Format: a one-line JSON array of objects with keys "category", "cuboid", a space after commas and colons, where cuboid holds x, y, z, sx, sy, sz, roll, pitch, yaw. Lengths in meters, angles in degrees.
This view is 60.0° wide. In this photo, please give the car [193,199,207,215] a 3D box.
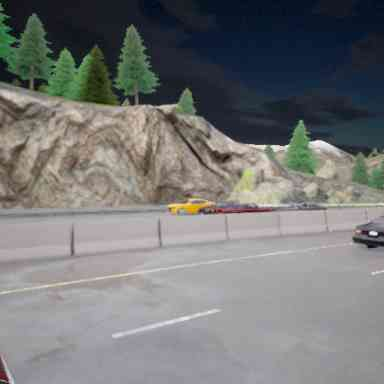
[{"category": "car", "cuboid": [3.168, 1.486, 30.247, 5.357, 1.411, 2.033, 0, 0, -28]}]

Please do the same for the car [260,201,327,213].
[{"category": "car", "cuboid": [7.882, 1.447, 24.763, 4.902, 1.511, 2.128, 0, 0, -27]}]

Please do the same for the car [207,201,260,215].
[{"category": "car", "cuboid": [3.884, 1.548, 26.647, 4.718, 1.301, 1.895, 0, 0, -28]}]

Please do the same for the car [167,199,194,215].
[{"category": "car", "cuboid": [0.012, 1.408, 32.470, 5.008, 1.535, 1.882, 0, 0, -28]}]

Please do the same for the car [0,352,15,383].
[{"category": "car", "cuboid": [-3.198, 1.346, 1.362, 4.553, 1.767, 2.097, 0, 0, -36]}]

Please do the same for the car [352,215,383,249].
[{"category": "car", "cuboid": [8.679, 1.528, 13.123, 5.357, 1.411, 2.033, 0, 0, -29]}]
